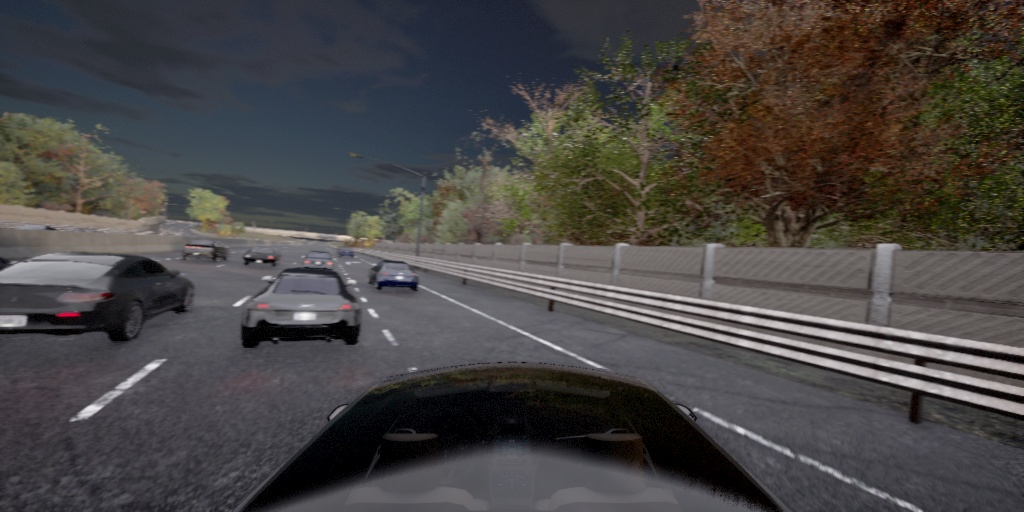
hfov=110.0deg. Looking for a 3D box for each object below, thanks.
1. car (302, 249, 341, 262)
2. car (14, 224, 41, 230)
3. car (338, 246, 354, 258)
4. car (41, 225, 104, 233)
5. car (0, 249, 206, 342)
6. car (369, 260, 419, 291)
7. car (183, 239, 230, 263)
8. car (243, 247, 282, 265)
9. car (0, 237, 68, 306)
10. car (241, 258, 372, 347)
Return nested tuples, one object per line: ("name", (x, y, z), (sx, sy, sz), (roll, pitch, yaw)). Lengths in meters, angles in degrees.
("car", (-12.648, 0.375, 23.495), (2.033, 1.411, 5.357), (5, 0, -28))
("car", (-39.948, -1.905, 30.132), (1.812, 1.442, 4.674), (5, -1, -27))
("car", (-25.869, -0.696, 56.046), (2.097, 1.767, 4.553), (5, -1, -28))
("car", (-35.946, -1.600, 29.999), (2.128, 1.511, 4.902), (5, -1, -27))
("car", (-7.893, 0.641, 6.928), (1.812, 1.442, 4.674), (5, 0, -28))
("car", (-6.111, 0.908, 18.335), (1.994, 1.385, 4.181), (5, 0, -28))
("car", (-21.463, -0.413, 25.297), (2.128, 1.511, 4.902), (5, 0, -28))
("car", (-17.789, 0.011, 25.792), (1.895, 1.301, 4.718), (5, 0, -28))
("car", (-11.849, 0.328, 6.951), (2.033, 1.411, 5.357), (5, 0, -28))
("car", (-4.573, 0.968, 8.104), (1.994, 1.385, 4.181), (5, 0, -28))
